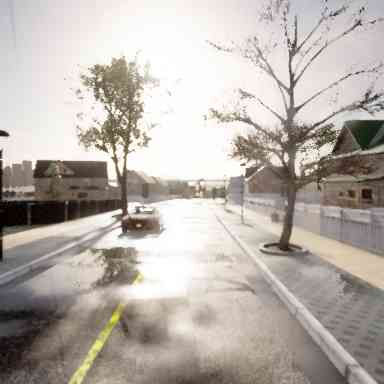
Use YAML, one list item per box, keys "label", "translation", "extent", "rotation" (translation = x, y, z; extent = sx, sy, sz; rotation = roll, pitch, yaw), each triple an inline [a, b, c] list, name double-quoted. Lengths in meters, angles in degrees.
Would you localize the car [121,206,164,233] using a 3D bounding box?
- label: "car"
  translation: [-2.705, 1.514, 18.931]
  extent: [1.994, 1.385, 4.181]
  rotation: [0, 0, 1]
